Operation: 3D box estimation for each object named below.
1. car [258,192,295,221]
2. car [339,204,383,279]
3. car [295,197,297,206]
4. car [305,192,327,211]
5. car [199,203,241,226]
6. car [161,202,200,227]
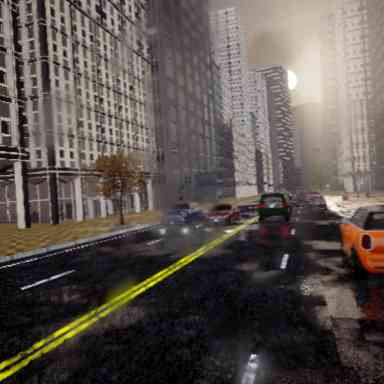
[{"bbox_3d":[6.378,1.034,25.392,2.150,2.045,5.566,-3,0,19],"label":"car"},{"bbox_3d":[5.316,1.107,9.144,2.097,1.767,4.553,-3,0,19],"label":"car"},{"bbox_3d":[13.175,1.086,45.064,1.812,1.442,4.674,-3,0,19],"label":"car"},{"bbox_3d":[12.601,1.057,33.567,2.033,1.411,5.357,-3,0,20],"label":"car"},{"bbox_3d":[2.318,1.567,24.104,1.812,1.442,4.674,-3,0,19],"label":"car"},{"bbox_3d":[-0.683,1.577,25.382,2.097,1.767,4.553,-3,0,19],"label":"car"}]
